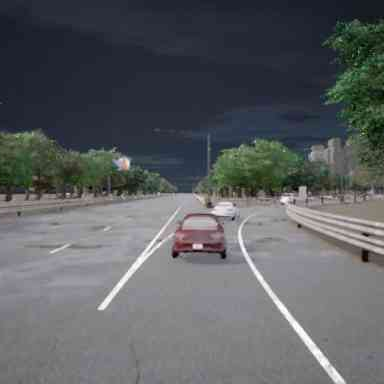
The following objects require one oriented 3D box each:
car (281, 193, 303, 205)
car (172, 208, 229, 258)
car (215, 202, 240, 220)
[{"bbox_3d":[17.333,1.235,57.759,2.150,2.045,5.566,0,0,37],"label":"car"},{"bbox_3d":[0.361,1.536,12.717,1.812,1.442,4.674,0,0,4],"label":"car"},{"bbox_3d":[2.907,1.554,27.977,1.812,1.442,4.674,0,0,14],"label":"car"}]
